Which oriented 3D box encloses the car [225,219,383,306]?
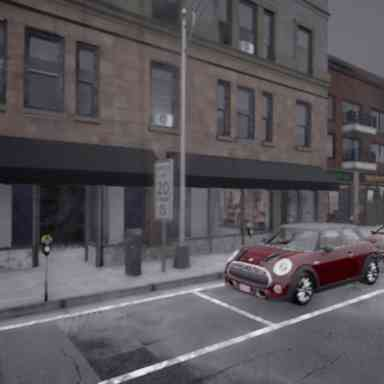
[{"bbox_3d":[2.742,1.511,8.141,4.097,1.590,1.967,1,0,-35],"label":"car"}]
